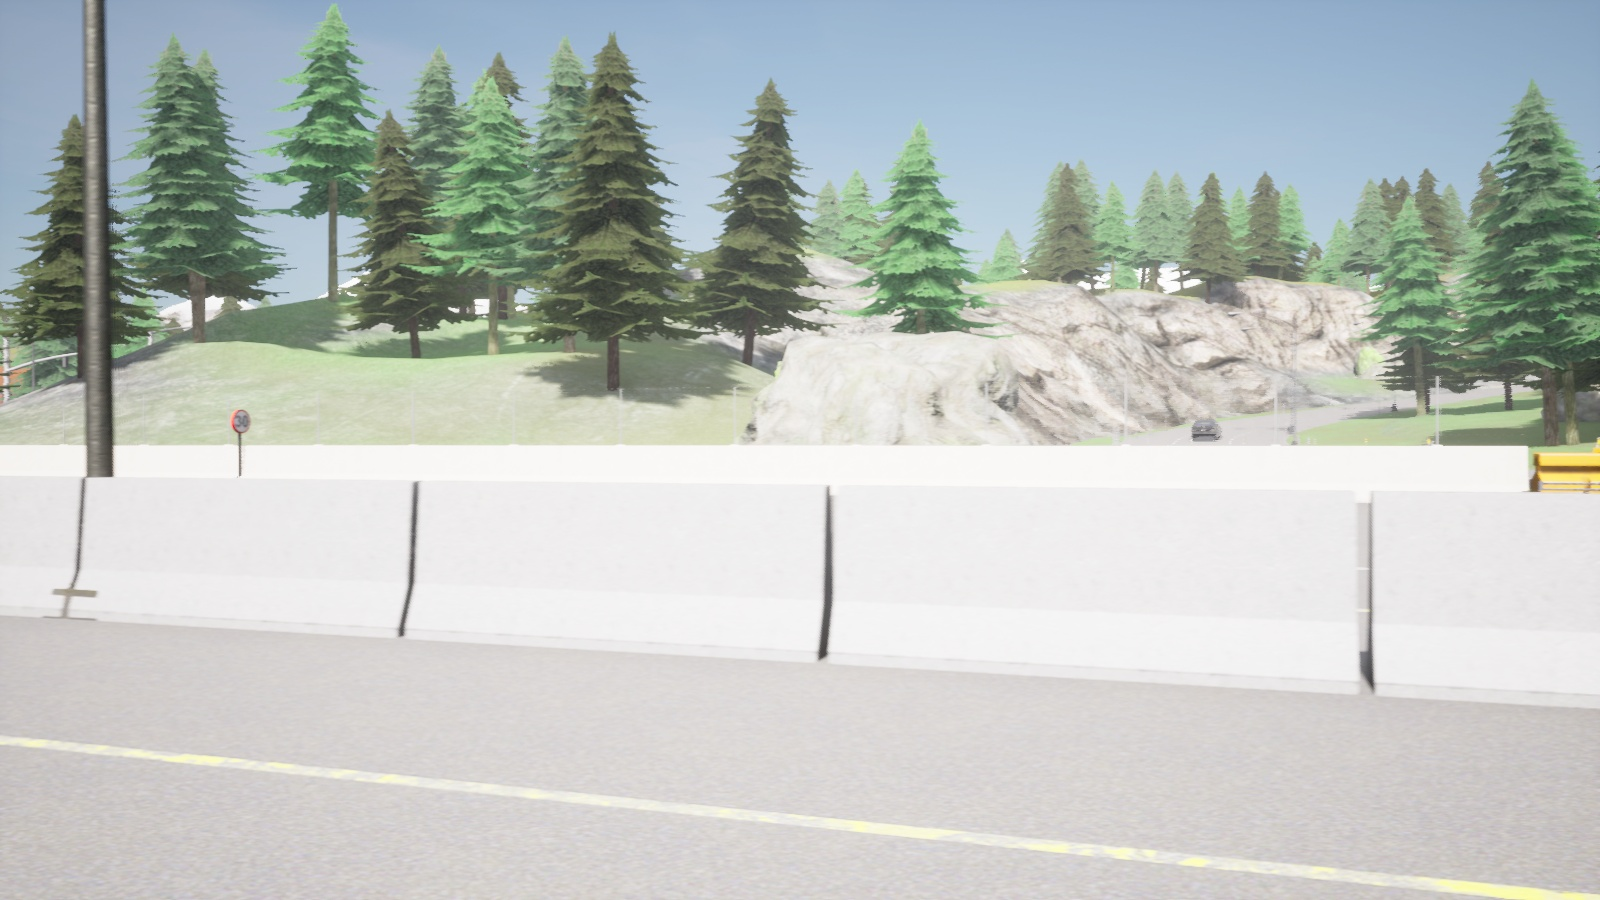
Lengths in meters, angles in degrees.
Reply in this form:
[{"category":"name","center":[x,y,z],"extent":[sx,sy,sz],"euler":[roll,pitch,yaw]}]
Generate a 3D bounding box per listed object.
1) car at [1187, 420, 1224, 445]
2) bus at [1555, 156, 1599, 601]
[{"category":"car","center":[28.027,-1.231,86.712],"extent":[2.033,1.411,5.357],"euler":[0,4,22]},{"category":"bus","center":[12.416,-0.665,10.073],"extent":[10.273,4.253,3.944],"euler":[0,1,19]}]
